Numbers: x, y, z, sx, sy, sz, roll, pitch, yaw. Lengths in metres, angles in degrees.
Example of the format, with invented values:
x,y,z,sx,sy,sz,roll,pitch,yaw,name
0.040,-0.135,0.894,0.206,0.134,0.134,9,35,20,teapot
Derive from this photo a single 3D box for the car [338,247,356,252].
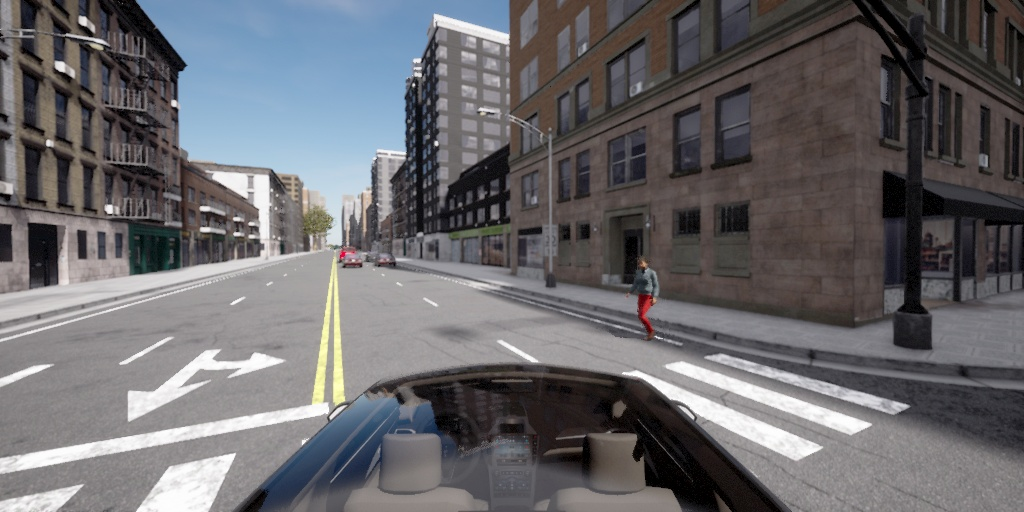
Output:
x,y,z,sx,sy,sz,roll,pitch,yaw,name
-22.498,-0.163,49.232,2.150,2.045,5.566,-1,1,-26,car

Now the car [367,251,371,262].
x,y,z,sx,sy,sz,roll,pitch,yaw,name
-19.875,0.051,51.289,2.128,1.511,4.902,-1,1,-26,car

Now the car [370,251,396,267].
x,y,z,sx,sy,sz,roll,pitch,yaw,name
-13.794,0.404,38.935,2.033,1.411,5.357,-1,2,-26,car

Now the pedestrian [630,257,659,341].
x,y,z,sx,sy,sz,roll,pitch,yaw,name
2.845,0.871,7.622,0.375,1.860,0.375,0,1,-26,pedestrian

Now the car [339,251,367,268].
x,y,z,sx,sy,sz,roll,pitch,yaw,name
-16.560,0.453,37.224,2.033,1.411,5.357,-1,2,-26,car
